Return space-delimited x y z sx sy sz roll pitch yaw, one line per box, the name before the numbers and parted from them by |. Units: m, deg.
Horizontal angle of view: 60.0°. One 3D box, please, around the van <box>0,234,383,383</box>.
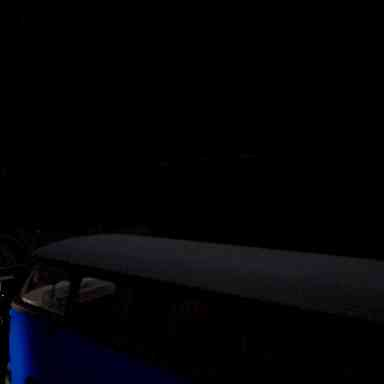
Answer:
van | 0.010 1.350 2.854 3.998 1.788 1.690 0 -1 36
